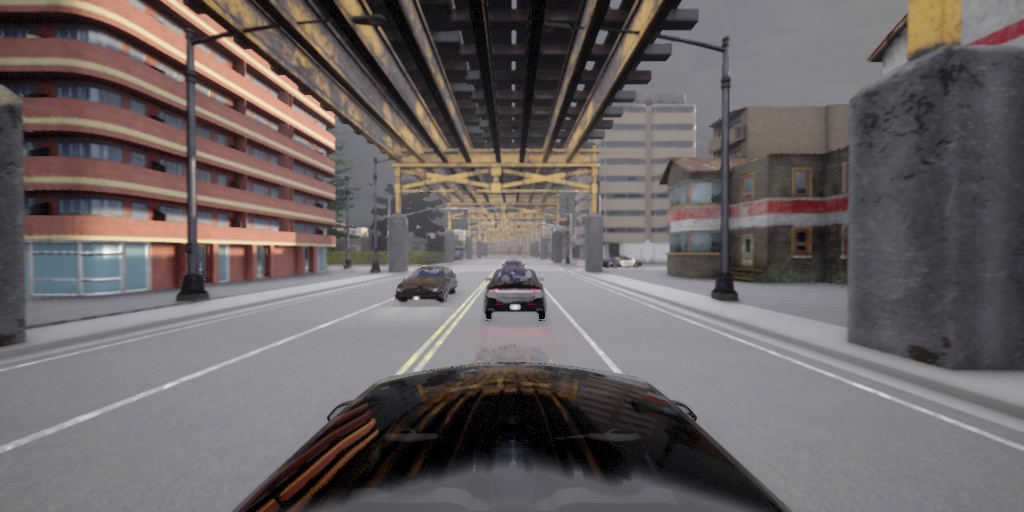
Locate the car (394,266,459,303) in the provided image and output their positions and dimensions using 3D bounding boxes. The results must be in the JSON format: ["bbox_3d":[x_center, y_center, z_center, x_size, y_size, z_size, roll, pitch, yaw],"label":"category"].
[{"bbox_3d":[-3.596,1.174,16.126,2.033,1.411,5.357,0,1,0],"label":"car"}]

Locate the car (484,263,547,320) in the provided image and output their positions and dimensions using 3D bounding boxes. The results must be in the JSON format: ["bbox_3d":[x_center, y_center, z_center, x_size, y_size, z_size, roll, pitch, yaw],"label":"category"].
[{"bbox_3d":[0.095,1.159,12.213,2.128,1.511,4.902,0,1,0],"label":"car"}]

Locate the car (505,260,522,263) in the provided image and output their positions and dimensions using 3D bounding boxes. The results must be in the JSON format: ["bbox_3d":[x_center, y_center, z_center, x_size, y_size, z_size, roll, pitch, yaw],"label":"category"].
[{"bbox_3d":[0.114,1.008,27.909,1.812,1.442,4.674,0,1,0],"label":"car"}]
